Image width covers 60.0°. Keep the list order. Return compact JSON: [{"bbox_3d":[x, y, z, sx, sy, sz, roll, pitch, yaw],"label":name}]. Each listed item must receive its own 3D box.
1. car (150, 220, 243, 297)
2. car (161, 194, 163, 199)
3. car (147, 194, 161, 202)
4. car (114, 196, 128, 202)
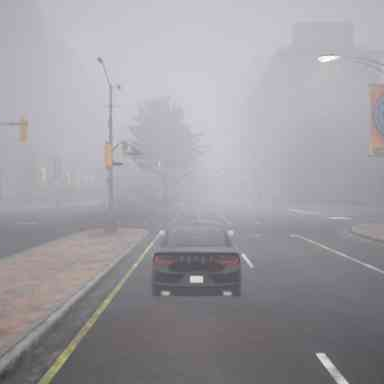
[{"bbox_3d":[0.110,1.450,8.588,1.882,1.535,5.008,0,0,1],"label":"car"},{"bbox_3d":[-7.697,1.272,79.237,1.812,1.442,4.674,0,0,0],"label":"car"},{"bbox_3d":[-7.769,1.295,66.014,1.837,1.490,4.892,0,0,1],"label":"car"},{"bbox_3d":[-14.490,1.379,67.966,1.895,1.301,4.718,0,0,0],"label":"car"}]
